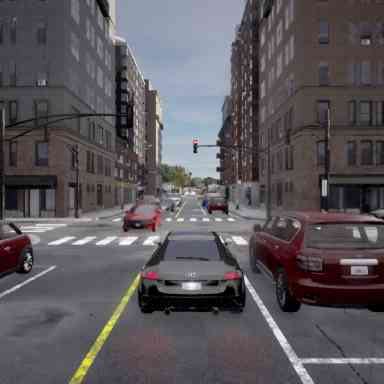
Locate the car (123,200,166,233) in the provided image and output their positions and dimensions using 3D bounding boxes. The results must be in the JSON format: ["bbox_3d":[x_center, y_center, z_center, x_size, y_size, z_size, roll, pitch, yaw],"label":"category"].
[{"bbox_3d":[-2.882,1.482,20.144,1.882,1.535,5.008,0,0,0],"label":"car"}]

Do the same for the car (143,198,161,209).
[{"bbox_3d":[-5.481,1.563,45.668,1.947,1.339,4.313,0,0,0],"label":"car"}]

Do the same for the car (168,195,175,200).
[{"bbox_3d":[-5.526,1.575,89.698,1.802,1.307,4.206,0,0,0],"label":"car"}]

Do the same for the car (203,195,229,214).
[{"bbox_3d":[2.652,1.314,34.673,2.192,1.841,5.009,0,0,0],"label":"car"}]

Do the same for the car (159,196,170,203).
[{"bbox_3d":[-5.503,1.540,67.683,1.887,1.381,4.507,0,0,0],"label":"car"}]

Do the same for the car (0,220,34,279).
[{"bbox_3d":[-5.397,1.440,7.605,1.967,1.590,4.097,0,0,0],"label":"car"}]

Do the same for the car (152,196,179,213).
[{"bbox_3d":[-2.894,1.491,37.311,2.128,1.511,4.902,0,0,0],"label":"car"}]

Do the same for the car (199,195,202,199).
[{"bbox_3d":[2.615,1.312,51.185,2.192,1.841,5.009,0,0,0],"label":"car"}]

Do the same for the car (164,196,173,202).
[{"bbox_3d":[-5.515,1.545,78.690,2.008,1.369,4.403,0,0,0],"label":"car"}]

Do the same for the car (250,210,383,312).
[{"bbox_3d":[2.628,1.315,7.617,2.192,1.841,5.009,0,0,0],"label":"car"}]

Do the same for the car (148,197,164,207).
[{"bbox_3d":[-5.486,1.548,51.172,2.008,1.369,4.403,0,0,0],"label":"car"}]

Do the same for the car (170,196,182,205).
[{"bbox_3d":[-2.856,1.560,61.966,1.994,1.385,4.181,0,0,1],"label":"car"}]

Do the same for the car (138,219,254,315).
[{"bbox_3d":[0.014,1.564,7.640,1.994,1.385,4.181,0,0,1],"label":"car"}]

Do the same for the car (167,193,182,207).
[{"bbox_3d":[-2.880,1.219,49.858,2.150,2.045,5.566,0,0,0],"label":"car"}]

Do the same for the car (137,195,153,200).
[{"bbox_3d":[-5.475,1.313,40.164,2.192,1.841,5.009,0,0,0],"label":"car"}]
